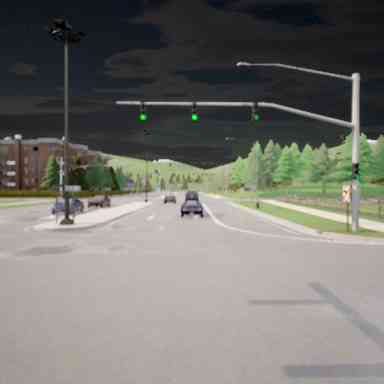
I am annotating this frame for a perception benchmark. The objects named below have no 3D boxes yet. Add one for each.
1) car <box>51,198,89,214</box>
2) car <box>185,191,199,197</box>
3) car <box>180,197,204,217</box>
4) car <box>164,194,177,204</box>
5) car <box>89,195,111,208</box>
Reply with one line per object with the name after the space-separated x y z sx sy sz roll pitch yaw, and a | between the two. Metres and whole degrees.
-11.582 1.283 31.423 1.812 1.442 4.674 0 0 0 | car
-0.002 0.808 53.650 2.150 2.045 5.566 0 0 0 | car
-0.001 1.383 28.218 1.895 1.301 4.718 0 0 0 | car
-3.502 1.078 53.620 2.128 1.511 4.902 0 0 0 | car
-11.559 1.156 41.774 1.882 1.535 5.008 0 0 0 | car
